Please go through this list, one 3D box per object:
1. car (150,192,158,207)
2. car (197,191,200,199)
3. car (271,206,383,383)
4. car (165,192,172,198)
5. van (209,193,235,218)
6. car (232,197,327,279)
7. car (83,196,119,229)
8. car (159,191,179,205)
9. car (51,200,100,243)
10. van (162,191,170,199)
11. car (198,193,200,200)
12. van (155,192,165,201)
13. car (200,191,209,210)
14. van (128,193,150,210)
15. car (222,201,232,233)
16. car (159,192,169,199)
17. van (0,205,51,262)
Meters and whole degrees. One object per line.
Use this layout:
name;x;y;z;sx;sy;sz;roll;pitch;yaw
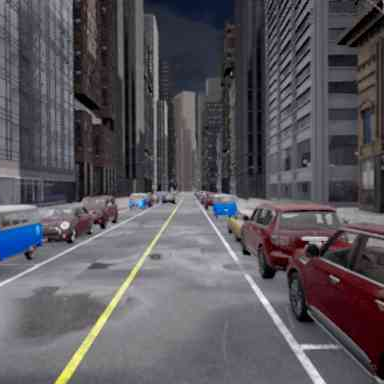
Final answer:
car;-6.146;1.006;43.240;2.192;1.841;5.009;0;0;-1
car;2.280;0.977;54.543;1.967;1.590;4.097;0;0;-1
car;2.728;1.260;4.064;2.192;1.841;5.009;0;0;-1
car;-6.592;0.823;93.553;1.752;1.417;4.829;0;0;-1
van;2.528;1.103;26.499;1.690;1.788;3.998;0;0;-1
car;2.678;1.214;9.673;2.192;1.841;5.009;0;0;-1
car;-5.946;1.187;20.803;2.192;1.841;5.009;0;0;-1
car;-3.442;1.094;49.985;1.882;1.535;5.008;0;0;-1
car;-5.896;1.358;15.195;1.967;1.590;4.097;0;0;-1
van;-6.494;0.721;82.504;1.690;1.788;3.998;0;0;-1
car;2.330;1.126;48.936;1.887;1.381;4.507;0;0;-1
van;-6.345;0.854;65.677;1.690;1.788;3.998;0;0;-1
car;2.429;0.986;37.716;2.192;1.841;5.009;0;0;-1
van;-6.096;1.077;37.631;1.690;1.788;3.998;0;0;-1
car;2.628;1.377;15.454;1.752;1.417;4.829;0;0;-1
car;-6.444;0.864;76.896;1.967;1.590;4.097;0;0;-1
van;-5.847;1.304;9.586;1.690;1.788;3.998;0;0;-1
